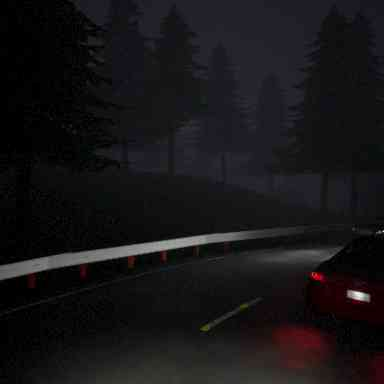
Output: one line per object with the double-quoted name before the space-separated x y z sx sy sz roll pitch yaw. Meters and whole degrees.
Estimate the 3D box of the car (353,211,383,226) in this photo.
"car" 8.870 1.513 14.194 4.902 1.511 2.128 0 0 -28

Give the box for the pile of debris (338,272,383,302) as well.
"pile of debris" 4.519 2.185 7.597 1.860 0.140 1.500 0 0 -40

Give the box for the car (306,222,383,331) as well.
"car" 3.953 1.568 6.587 1.994 1.385 4.181 1 1 44
